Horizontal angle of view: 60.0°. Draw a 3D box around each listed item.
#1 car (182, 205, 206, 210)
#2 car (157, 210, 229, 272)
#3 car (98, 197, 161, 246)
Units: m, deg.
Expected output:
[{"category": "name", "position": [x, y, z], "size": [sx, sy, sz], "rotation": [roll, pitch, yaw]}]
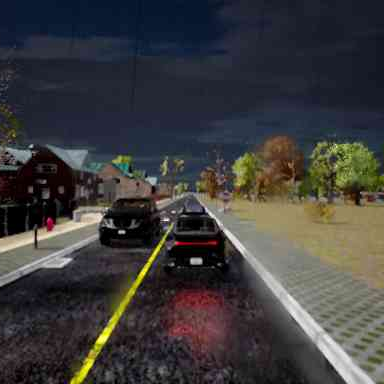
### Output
[{"category": "car", "position": [0.113, 1.546, 20.583], "size": [2.128, 1.511, 4.902], "rotation": [0, 0, 0]}, {"category": "car", "position": [0.106, 1.532, 10.834], "size": [1.837, 1.490, 4.892], "rotation": [0, -1, 0]}, {"category": "car", "position": [-2.767, 1.266, 15.992], "size": [2.150, 2.045, 5.566], "rotation": [0, -1, 1]}]
